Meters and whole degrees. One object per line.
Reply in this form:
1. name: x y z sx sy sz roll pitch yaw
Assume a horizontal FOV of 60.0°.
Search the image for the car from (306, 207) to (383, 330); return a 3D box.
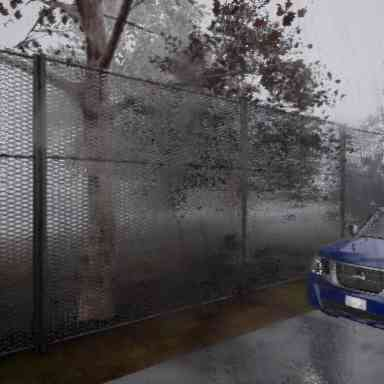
1. car: 4.573 1.220 6.318 5.566 2.045 2.150 0 0 -35
